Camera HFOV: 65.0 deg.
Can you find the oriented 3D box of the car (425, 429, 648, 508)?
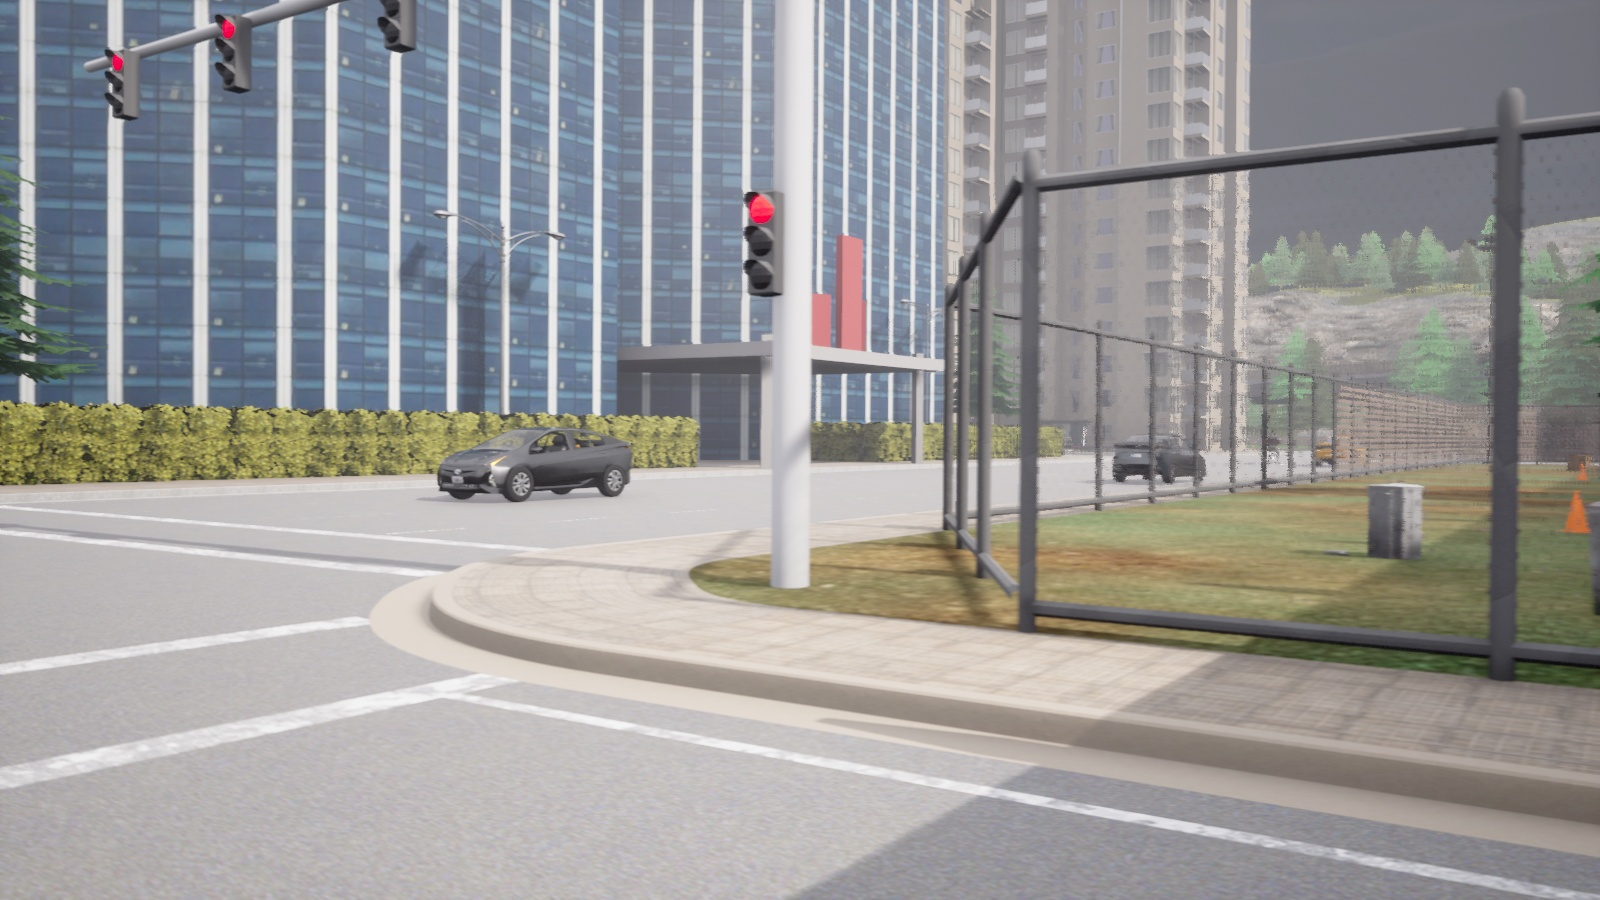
[{"bbox_3d":[-5.513,0.337,26.799,2.007,1.525,4.514,0,1,34],"label":"car"}]

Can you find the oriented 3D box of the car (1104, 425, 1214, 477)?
[{"bbox_3d":[11.308,0.002,39.360,2.007,1.525,4.514,0,1,34],"label":"car"}]

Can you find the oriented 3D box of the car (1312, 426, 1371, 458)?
[{"bbox_3d":[27.360,-0.440,63.361,1.882,1.535,5.008,0,1,34],"label":"car"}]

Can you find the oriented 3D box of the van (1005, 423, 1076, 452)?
[{"bbox_3d":[17.221,-0.874,89.932,4.480,2.038,2.069,0,1,34],"label":"van"}]
